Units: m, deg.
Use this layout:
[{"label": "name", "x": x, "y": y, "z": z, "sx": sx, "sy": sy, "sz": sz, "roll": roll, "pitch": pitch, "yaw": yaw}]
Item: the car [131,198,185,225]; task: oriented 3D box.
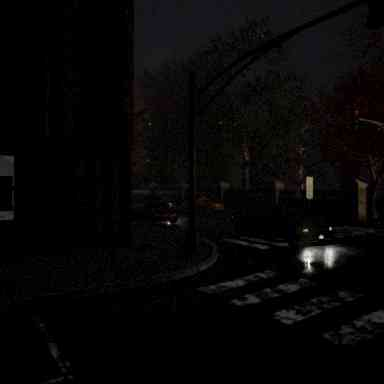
[{"label": "car", "x": -2.564, "y": 1.254, "z": 21.017, "sx": 1.802, "sy": 1.307, "sz": 4.206, "roll": 2, "pitch": 0, "yaw": -36}]

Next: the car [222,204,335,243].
[{"label": "car", "x": 3.912, "y": 1.372, "z": 15.625, "sx": 2.033, "sy": 1.411, "sz": 5.357, "roll": 0, "pitch": 1, "yaw": -29}]

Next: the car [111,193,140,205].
[{"label": "car", "x": -8.815, "y": 0.858, "z": 43.852, "sx": 2.008, "sy": 1.369, "sz": 4.403, "roll": 1, "pitch": 0, "yaw": -36}]

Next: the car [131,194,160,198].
[{"label": "car", "x": -3.358, "y": 0.944, "z": 26.491, "sx": 2.097, "sy": 1.767, "sz": 4.553, "roll": 0, "pitch": 1, "yaw": -36}]

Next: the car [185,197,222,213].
[{"label": "car", "x": 0.859, "y": 1.123, "z": 30.558, "sx": 1.752, "sy": 1.417, "sz": 4.829, "roll": 1, "pitch": 0, "yaw": -36}]

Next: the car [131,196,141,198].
[{"label": "car", "x": -5.821, "y": 1.155, "z": 25.494, "sx": 1.802, "sy": 1.307, "sz": 4.206, "roll": 2, "pitch": 0, "yaw": -36}]
